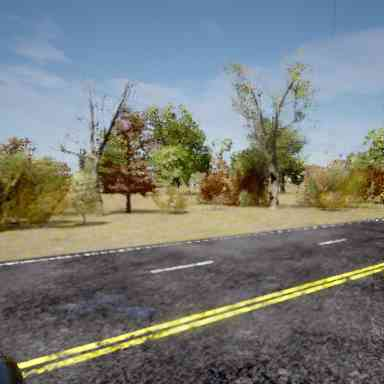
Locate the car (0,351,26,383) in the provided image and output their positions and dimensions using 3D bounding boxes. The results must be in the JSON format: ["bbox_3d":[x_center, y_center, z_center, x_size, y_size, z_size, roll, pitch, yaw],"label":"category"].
[{"bbox_3d":[-2.863,1.547,1.390,4.181,1.385,1.994,-1,1,-35],"label":"car"}]
